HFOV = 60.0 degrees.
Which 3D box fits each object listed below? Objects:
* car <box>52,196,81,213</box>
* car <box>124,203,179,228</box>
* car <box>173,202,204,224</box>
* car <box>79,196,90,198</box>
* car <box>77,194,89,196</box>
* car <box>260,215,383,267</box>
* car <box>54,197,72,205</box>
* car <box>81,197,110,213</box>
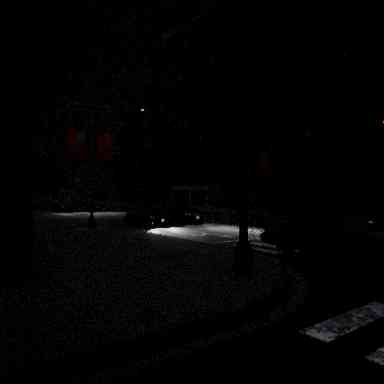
[{"bbox_3d":[-15.379,1.625,40.018,1.882,1.535,5.008,0,0,-35],"label":"car"},{"bbox_3d":[-3.017,1.630,22.785,1.994,1.385,4.181,0,0,-36],"label":"car"},{"bbox_3d":[-1.013,1.569,25.569,2.128,1.511,4.902,0,0,-36],"label":"car"},{"bbox_3d":[-19.134,1.819,56.681,1.895,1.301,4.718,0,0,-36],"label":"car"},{"bbox_3d":[-21.928,1.475,66.133,2.150,2.045,5.566,0,0,-36],"label":"car"},{"bbox_3d":[4.898,1.561,11.779,2.033,1.411,5.357,0,0,-36],"label":"car"},{"bbox_3d":[-25.210,1.746,65.129,2.128,1.511,4.902,0,0,-36],"label":"car"},{"bbox_3d":[-11.434,1.671,40.085,1.812,1.442,4.674,0,0,-36],"label":"car"}]
